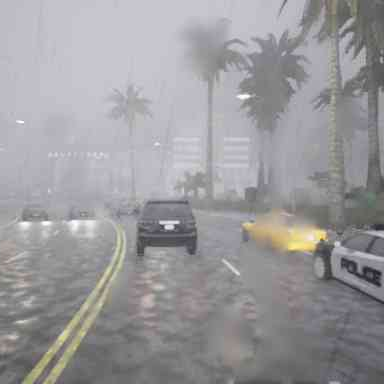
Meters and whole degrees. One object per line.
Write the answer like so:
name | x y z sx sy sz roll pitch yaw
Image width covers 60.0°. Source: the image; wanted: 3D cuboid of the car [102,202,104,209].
car | -10.465 1.573 44.945 2.128 1.511 4.902 0 0 -39

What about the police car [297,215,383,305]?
police car | 4.309 1.463 7.156 1.930 1.638 5.238 0 0 -4

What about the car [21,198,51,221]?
car | -12.863 1.529 27.534 1.837 1.490 4.892 1 0 -24

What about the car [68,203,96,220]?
car | -9.390 1.603 28.220 1.994 1.385 4.181 0 0 -23

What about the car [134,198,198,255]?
car | -1.177 1.254 13.637 2.150 2.045 5.566 0 0 -9

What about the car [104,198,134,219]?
car | -6.289 1.549 30.332 2.128 1.511 4.902 0 0 -23

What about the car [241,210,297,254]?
car | 3.505 1.508 13.714 1.801 1.575 5.366 0 0 -9

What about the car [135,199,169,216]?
car | -4.353 1.585 35.352 1.837 1.490 4.892 0 0 -29
